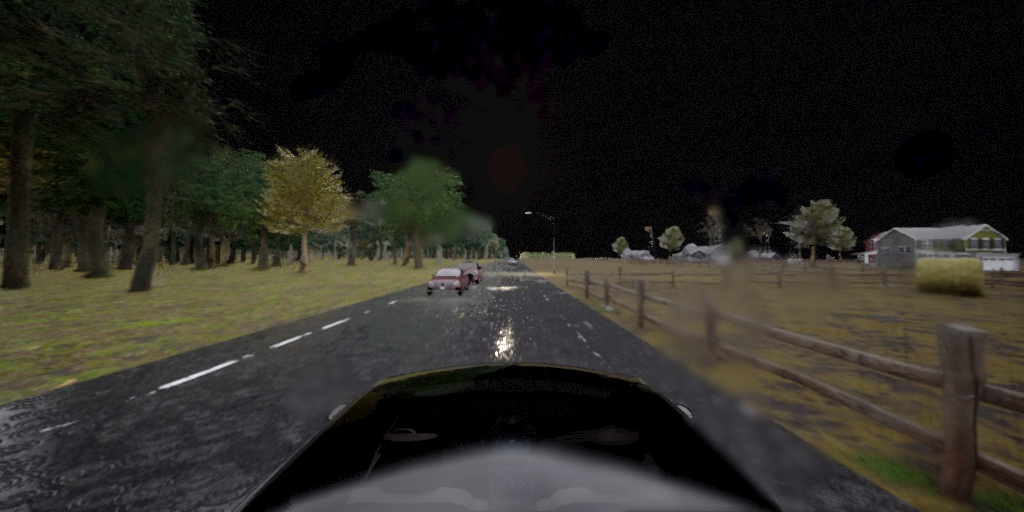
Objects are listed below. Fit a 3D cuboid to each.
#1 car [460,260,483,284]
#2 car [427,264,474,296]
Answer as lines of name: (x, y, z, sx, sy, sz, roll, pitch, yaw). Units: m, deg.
car: (-3.514, 1.244, 28.868, 2.097, 1.767, 4.553, 0, 0, 0)
car: (-3.511, 1.380, 20.484, 1.812, 1.442, 4.674, 0, 0, 0)
